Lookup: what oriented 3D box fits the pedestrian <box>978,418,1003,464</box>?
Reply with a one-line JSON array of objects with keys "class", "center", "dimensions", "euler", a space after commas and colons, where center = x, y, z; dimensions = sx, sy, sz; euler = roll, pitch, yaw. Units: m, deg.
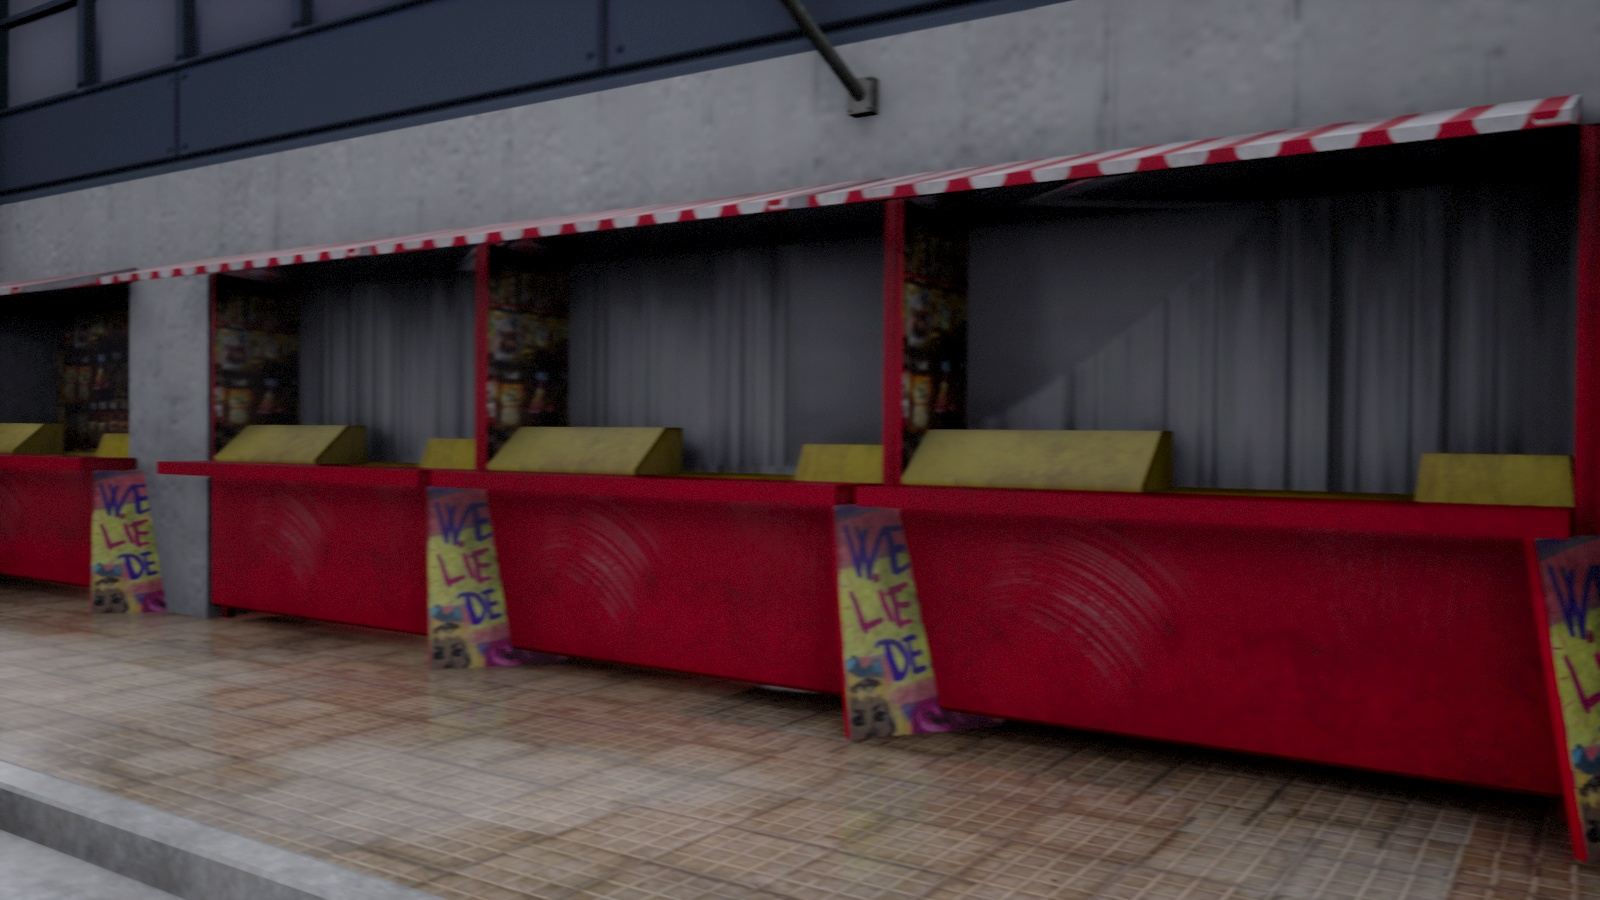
[{"class": "pedestrian", "center": [7.892, -0.390, 52.048], "dimensions": [0.849, 1.883, 0.563], "euler": [0, 1, 33]}]
